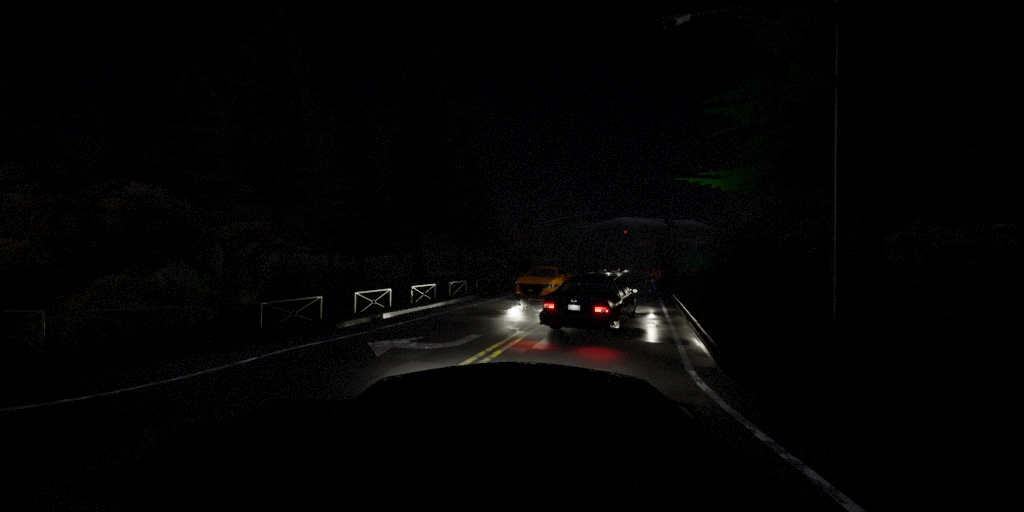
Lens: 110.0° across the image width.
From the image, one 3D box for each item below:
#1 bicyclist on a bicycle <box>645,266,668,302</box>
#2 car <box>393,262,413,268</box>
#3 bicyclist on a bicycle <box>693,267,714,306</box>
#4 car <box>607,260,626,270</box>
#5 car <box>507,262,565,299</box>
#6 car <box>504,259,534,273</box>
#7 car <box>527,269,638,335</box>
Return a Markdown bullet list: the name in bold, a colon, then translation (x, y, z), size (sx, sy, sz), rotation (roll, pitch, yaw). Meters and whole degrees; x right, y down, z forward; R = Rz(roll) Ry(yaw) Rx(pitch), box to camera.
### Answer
- **bicyclist on a bicycle**: translation (6.661, 1.290, 16.505), size (1.656, 1.620, 0.582), rotation (1, -1, -31)
- **car**: translation (-14.026, 1.553, 48.435), size (4.181, 1.385, 1.994), rotation (1, -1, 21)
- **bicyclist on a bicycle**: translation (8.086, 1.303, 15.102), size (1.656, 1.620, 0.582), rotation (1, 0, -34)
- **car**: translation (17.196, 1.690, 59.776), size (2.150, 2.045, 5.566), rotation (1, -1, 21)
- **car**: translation (1.683, 1.245, 17.821), size (1.882, 1.535, 5.008), rotation (1, -1, 21)
- **car**: translation (1.788, 1.412, 42.491), size (5.566, 2.045, 2.150), rotation (1, -1, 21)
- **car**: translation (2.447, 1.250, 10.358), size (2.033, 1.411, 5.357), rotation (1, -1, 25)
